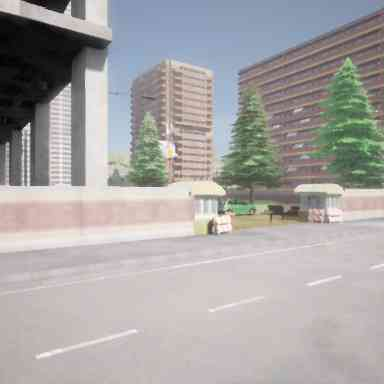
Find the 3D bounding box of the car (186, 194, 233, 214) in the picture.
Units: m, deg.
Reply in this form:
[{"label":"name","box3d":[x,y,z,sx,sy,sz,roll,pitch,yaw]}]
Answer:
[{"label":"car","box3d":[1.814,1.168,33.605,4.605,1.855,1.932,0,0,-35]}]

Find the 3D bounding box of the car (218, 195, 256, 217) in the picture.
[{"label":"car","box3d":[3.846,1.337,29.559,3.988,1.617,1.851,0,0,-35]}]
